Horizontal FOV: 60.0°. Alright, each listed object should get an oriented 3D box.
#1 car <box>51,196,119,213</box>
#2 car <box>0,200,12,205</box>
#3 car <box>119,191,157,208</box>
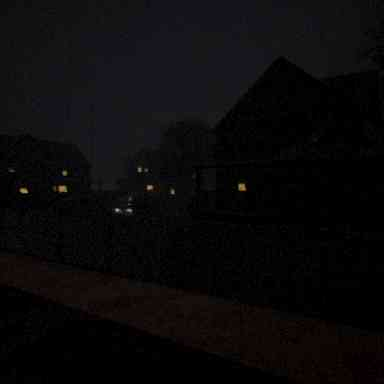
[{"bbox_3d":[-8.396,1.088,25.741,1.837,1.490,4.892,1,2,36],"label":"car"},{"bbox_3d":[-13.949,1.234,22.864,1.994,1.385,4.181,1,2,37],"label":"car"},{"bbox_3d":[-5.602,0.687,34.622,2.097,1.767,4.553,1,2,36],"label":"car"}]
